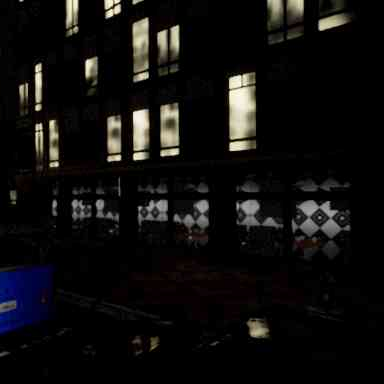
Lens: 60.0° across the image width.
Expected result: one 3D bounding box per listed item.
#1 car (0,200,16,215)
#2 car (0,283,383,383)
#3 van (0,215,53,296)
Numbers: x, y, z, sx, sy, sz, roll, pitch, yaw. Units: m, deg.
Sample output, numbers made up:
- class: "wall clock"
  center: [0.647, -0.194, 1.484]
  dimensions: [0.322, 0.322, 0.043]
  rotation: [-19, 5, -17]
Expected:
- class: "car"
  center: [-14.003, 1.557, 27.866]
  dimensions: [2.192, 1.841, 5.009]
  rotation: [-1, -1, 35]
- class: "car"
  center: [0.533, 1.588, 2.456]
  dimensions: [4.206, 1.307, 1.802]
  rotation: [-1, -1, 35]
- class: "van"
  center: [-4.101, 1.390, 5.759]
  dimensions: [3.998, 1.788, 1.690]
  rotation: [-1, -1, 35]
